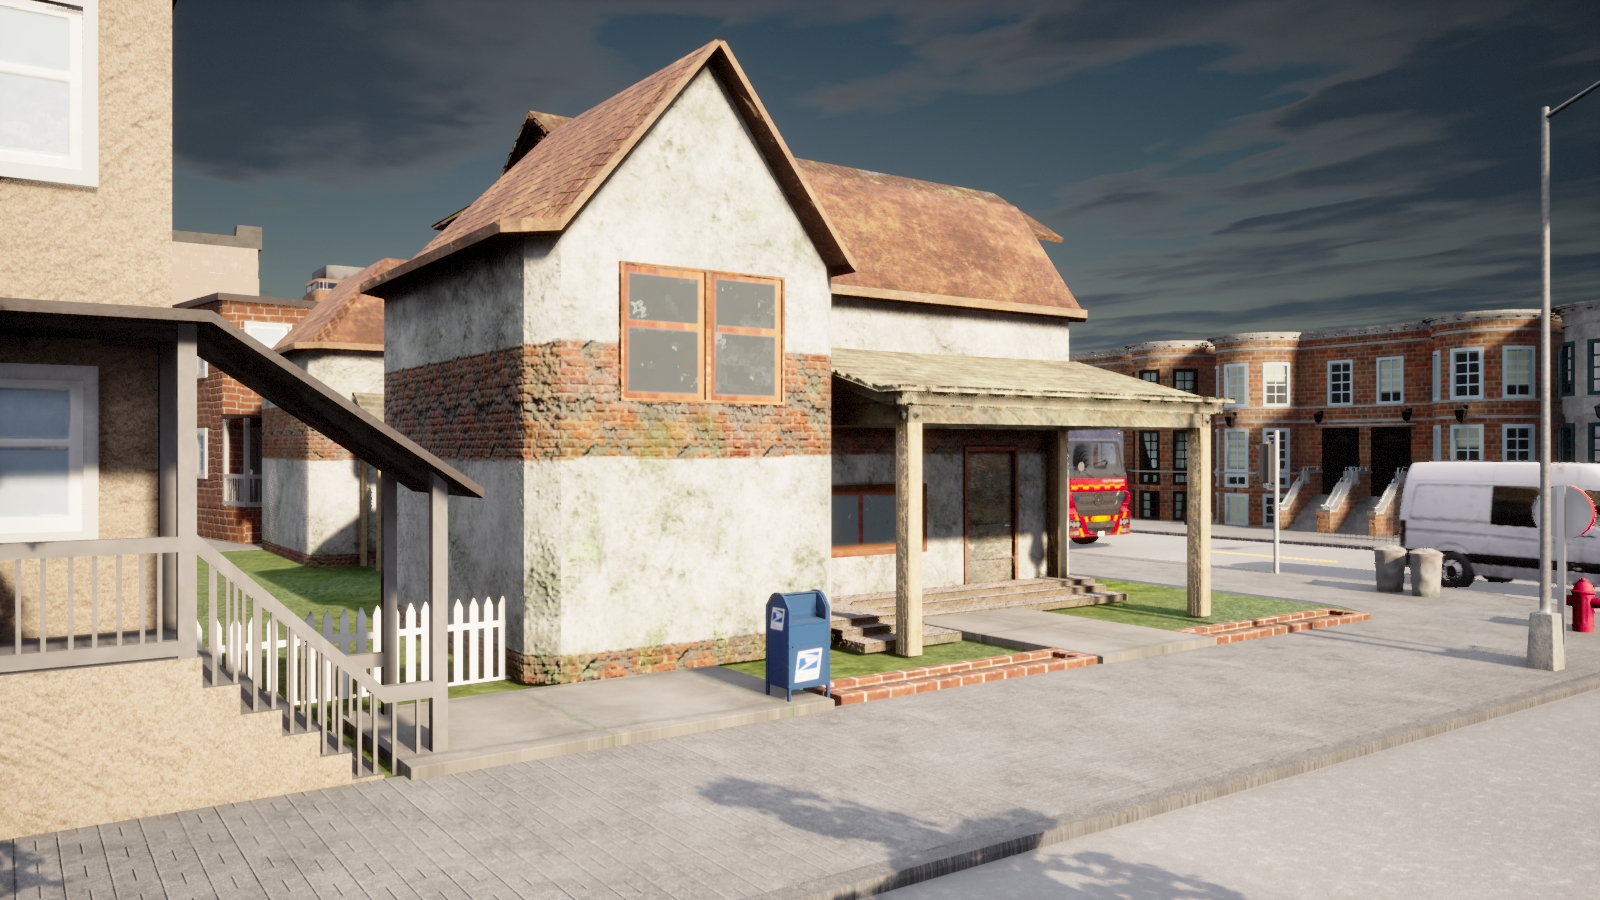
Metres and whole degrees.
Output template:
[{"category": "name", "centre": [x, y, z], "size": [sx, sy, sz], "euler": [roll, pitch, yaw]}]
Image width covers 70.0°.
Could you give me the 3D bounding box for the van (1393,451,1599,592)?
[{"category": "van", "centre": [14.883, 1.305, 22.084], "size": [1.988, 2.561, 5.915], "euler": [1, 0, -31]}]
